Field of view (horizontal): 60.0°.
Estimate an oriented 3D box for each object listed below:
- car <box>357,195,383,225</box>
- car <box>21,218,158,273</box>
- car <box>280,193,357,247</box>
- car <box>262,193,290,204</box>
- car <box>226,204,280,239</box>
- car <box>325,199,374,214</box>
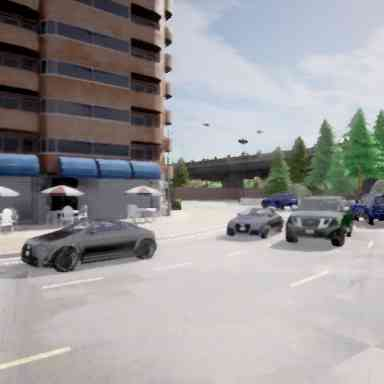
[{"bbox_3d":[13.194,1.185,23.784,2.150,2.045,5.566,0,0,11],"label":"car"},{"bbox_3d":[-3.173,1.557,10.790,4.181,1.385,1.994,0,0,-41],"label":"car"},{"bbox_3d":[6.090,1.198,15.505,2.150,2.045,5.566,0,0,31],"label":"car"},{"bbox_3d":[11.197,1.166,42.459,2.150,2.045,5.566,0,0,-22],"label":"car"},{"bbox_3d":[3.407,1.543,17.324,1.994,1.385,4.181,0,0,31],"label":"car"},{"bbox_3d":[16.733,1.492,35.678,2.033,1.411,5.357,0,0,-9],"label":"car"}]
